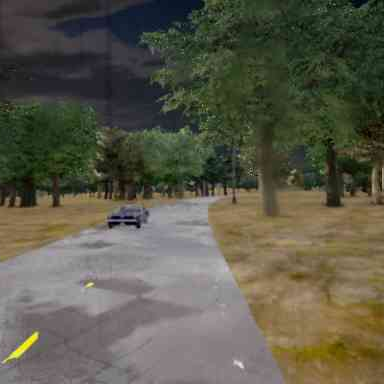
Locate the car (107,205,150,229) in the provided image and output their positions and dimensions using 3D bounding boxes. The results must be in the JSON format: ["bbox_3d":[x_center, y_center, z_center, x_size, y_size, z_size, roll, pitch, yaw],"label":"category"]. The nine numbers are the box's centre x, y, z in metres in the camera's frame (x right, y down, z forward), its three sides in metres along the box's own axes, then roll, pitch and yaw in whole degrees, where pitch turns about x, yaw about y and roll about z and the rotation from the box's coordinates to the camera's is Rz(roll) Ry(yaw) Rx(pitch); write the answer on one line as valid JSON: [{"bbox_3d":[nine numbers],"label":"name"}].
[{"bbox_3d":[-3.874,1.478,20.843,1.895,1.301,4.718,0,0,1],"label":"car"}]
